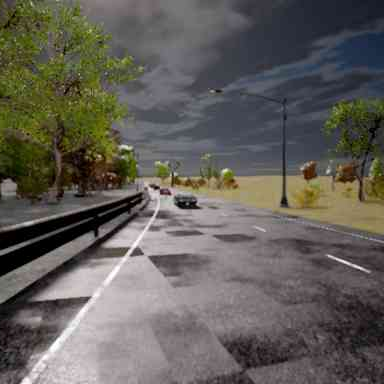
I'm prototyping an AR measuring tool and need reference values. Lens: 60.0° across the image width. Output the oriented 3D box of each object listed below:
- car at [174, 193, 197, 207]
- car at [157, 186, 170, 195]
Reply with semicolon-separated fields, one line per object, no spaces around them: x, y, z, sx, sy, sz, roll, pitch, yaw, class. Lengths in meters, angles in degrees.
-0.749;0.746;33.110;1.895;1.301;4.718;0;2;-8;car
-5.381;-0.159;65.345;1.994;1.385;4.181;0;1;-8;car
